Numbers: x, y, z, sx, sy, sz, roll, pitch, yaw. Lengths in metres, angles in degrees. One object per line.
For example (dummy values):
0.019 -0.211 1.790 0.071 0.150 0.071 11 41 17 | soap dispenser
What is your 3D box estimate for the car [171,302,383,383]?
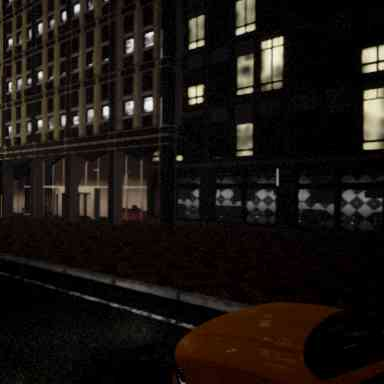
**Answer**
2.091 1.476 2.193 5.008 1.535 1.882 0 0 35 | car
